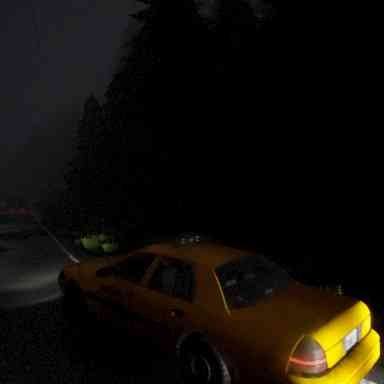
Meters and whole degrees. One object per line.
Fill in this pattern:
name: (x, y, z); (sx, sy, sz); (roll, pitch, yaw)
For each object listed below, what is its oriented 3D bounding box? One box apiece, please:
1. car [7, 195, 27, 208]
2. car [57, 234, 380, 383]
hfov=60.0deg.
car: (-21.076, 1.058, 40.104); (2.128, 1.511, 4.902); (-2, 2, -26)
car: (-0.250, 1.417, 5.095); (5.366, 1.575, 1.801); (1, 1, 44)
